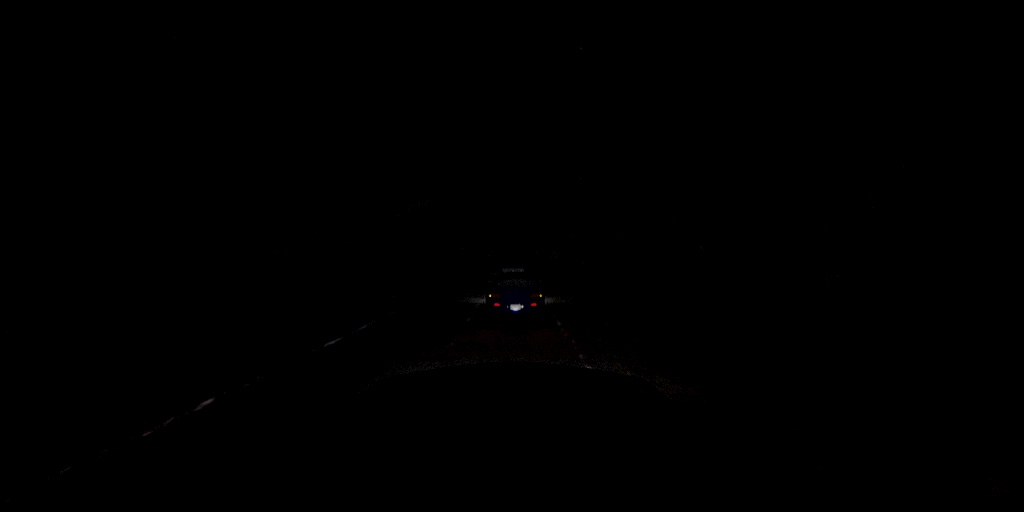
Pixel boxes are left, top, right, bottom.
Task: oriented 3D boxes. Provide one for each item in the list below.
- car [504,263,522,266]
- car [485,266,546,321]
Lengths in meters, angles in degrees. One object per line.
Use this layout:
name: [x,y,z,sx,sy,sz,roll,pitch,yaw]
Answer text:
car: [0.082,1.263,31.967,1.895,1.301,4.718,0,0,0]
car: [0.100,1.249,12.254,1.812,1.442,4.674,0,0,0]
